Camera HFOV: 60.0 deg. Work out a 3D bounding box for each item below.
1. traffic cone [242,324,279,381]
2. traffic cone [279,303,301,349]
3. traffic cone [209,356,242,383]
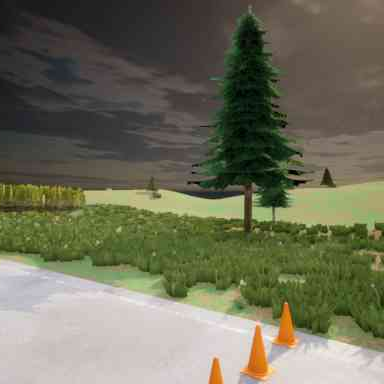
[{"bbox_3d":[0.828,1.955,4.171,0.340,0.580,0.340,0,0,36],"label":"traffic cone"},{"bbox_3d":[1.412,1.955,4.982,0.340,0.580,0.340,0,0,36],"label":"traffic cone"},{"bbox_3d":[0.243,1.955,3.359,0.340,0.580,0.340,0,0,36],"label":"traffic cone"}]
